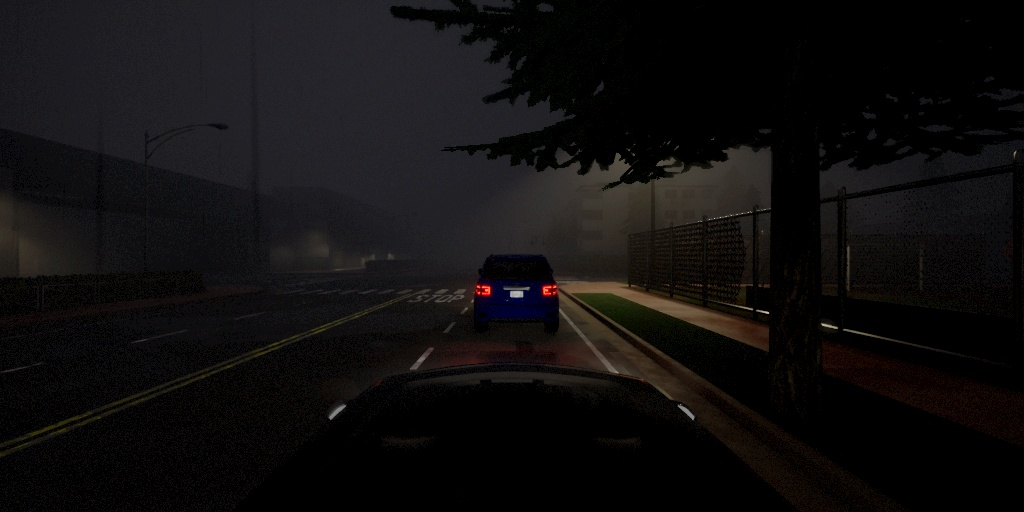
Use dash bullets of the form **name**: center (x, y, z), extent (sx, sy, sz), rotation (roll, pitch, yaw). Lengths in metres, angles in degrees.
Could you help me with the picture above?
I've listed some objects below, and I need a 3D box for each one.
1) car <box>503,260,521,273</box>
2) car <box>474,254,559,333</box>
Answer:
- **car**: center (0.013, 1.241, 45.772), extent (2.128, 1.511, 4.902), rotation (0, 0, 0)
- **car**: center (0.113, 0.972, 10.933), extent (2.150, 2.045, 5.566), rotation (0, 0, 0)
